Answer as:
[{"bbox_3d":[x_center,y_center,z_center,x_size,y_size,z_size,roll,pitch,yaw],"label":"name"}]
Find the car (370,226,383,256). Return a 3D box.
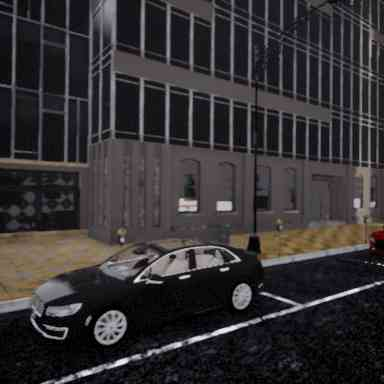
[{"bbox_3d":[8.480,1.686,12.606,4.507,1.381,1.887,1,0,-36],"label":"car"}]

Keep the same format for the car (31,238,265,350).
[{"bbox_3d":[-0.538,1.581,6.171,4.403,1.369,2.008,1,0,-36],"label":"car"}]
